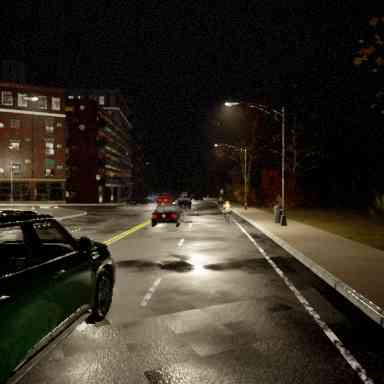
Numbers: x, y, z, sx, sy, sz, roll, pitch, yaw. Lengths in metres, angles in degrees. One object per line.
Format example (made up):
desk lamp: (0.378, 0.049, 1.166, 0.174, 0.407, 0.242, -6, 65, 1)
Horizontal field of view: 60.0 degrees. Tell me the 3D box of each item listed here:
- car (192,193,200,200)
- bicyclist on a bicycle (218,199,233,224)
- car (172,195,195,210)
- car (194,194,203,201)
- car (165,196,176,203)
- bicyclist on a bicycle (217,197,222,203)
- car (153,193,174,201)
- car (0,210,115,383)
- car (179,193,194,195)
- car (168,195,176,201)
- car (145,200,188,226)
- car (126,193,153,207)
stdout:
car: (1.096, 1.279, 92.758, 2.097, 1.767, 4.553, 0, 0, -3)
bicyclist on a bicycle: (2.480, 1.427, 23.401, 0.866, 1.612, 1.509, 0, 0, 2)
car: (-1.023, 1.471, 43.667, 2.128, 1.511, 4.902, 0, 0, 1)
car: (1.596, 1.415, 82.634, 1.882, 1.535, 5.008, 0, 0, -3)
car: (-4.455, 1.518, 68.449, 1.994, 1.385, 4.181, 0, 0, -1)
bicyclist on a bicycle: (2.782, 1.355, 32.590, 0.659, 1.776, 1.843, 0, 0, 2)
car: (-4.396, 1.196, 53.025, 2.150, 2.045, 5.566, 0, 0, 0)
car: (-2.702, 1.221, 4.107, 2.150, 2.045, 5.566, 0, 0, 4)
car: (-1.015, 1.469, 61.954, 1.837, 1.490, 4.892, 0, 0, -1)
car: (-4.996, 1.494, 84.617, 1.994, 1.385, 4.181, 0, 0, -3)
car: (-1.611, 1.540, 23.023, 2.033, 1.411, 5.357, 0, 0, 3)
car: (-8.518, 1.449, 52.396, 1.882, 1.535, 5.008, 2, 0, 17)
